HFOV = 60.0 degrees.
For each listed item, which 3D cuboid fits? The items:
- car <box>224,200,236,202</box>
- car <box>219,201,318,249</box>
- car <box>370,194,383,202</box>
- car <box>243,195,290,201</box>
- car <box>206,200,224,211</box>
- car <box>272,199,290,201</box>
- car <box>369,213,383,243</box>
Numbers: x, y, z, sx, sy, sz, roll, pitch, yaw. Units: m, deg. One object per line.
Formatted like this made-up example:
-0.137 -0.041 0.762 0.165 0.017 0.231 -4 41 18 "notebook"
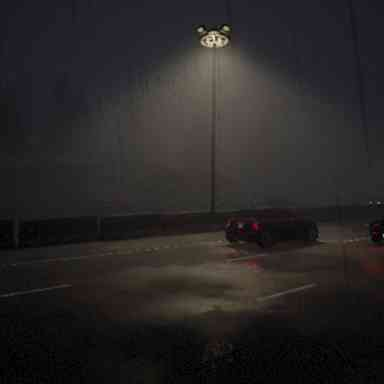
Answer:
6.627 1.654 39.253 4.902 1.511 2.128 0 0 -36 "car"
3.751 1.449 15.205 4.553 1.767 2.097 0 0 -36 "car"
37.274 1.216 65.971 4.892 1.490 1.837 -1 1 -36 "car"
8.548 1.371 36.326 5.566 2.045 2.150 0 0 -36 "car"
4.289 1.726 41.879 5.357 1.411 2.033 0 0 -36 "car"
10.450 1.699 33.377 4.181 1.385 1.994 0 0 -36 "car"
10.156 1.597 15.555 4.892 1.490 1.837 0 0 -36 "car"
